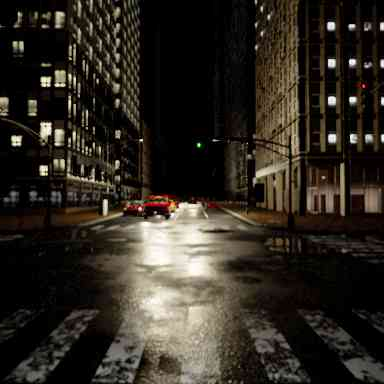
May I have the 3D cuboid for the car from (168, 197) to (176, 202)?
[{"bbox_3d":[-5.671,2.124,94.770,1.947,1.339,4.313,1,0,0],"label":"car"}]

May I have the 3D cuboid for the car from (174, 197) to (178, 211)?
[{"bbox_3d":[-3.096,1.720,41.204,1.882,1.535,5.008,0,0,0],"label":"car"}]

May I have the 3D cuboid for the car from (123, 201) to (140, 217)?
[{"bbox_3d":[-5.672,1.636,33.445,1.967,1.590,4.097,1,0,0],"label":"car"}]

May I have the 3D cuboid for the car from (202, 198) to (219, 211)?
[{"bbox_3d":[2.705,1.845,44.655,1.802,1.307,4.206,1,0,0],"label":"car"}]

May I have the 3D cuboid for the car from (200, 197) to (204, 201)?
[{"bbox_3d":[2.708,1.855,55.981,1.752,1.417,4.829,1,0,0],"label":"car"}]

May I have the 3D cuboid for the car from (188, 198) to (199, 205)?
[{"bbox_3d":[0.092,1.960,70.309,2.033,1.411,5.357,0,0,0],"label":"car"}]

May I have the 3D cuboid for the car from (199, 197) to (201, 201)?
[{"bbox_3d":[2.707,1.927,61.388,1.947,1.339,4.313,1,0,0],"label":"car"}]

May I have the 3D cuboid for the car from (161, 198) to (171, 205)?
[{"bbox_3d":[-5.672,1.971,72.469,1.887,1.381,4.507,1,0,0],"label":"car"}]

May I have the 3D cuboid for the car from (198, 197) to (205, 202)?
[{"bbox_3d":[2.710,2.104,94.851,1.887,1.381,4.507,1,0,0],"label":"car"}]

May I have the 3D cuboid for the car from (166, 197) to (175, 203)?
[{"bbox_3d":[-5.671,2.076,89.195,2.008,1.369,4.403,1,0,0],"label":"car"}]

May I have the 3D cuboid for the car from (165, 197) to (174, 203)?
[{"bbox_3d":[-5.671,2.037,83.620,1.887,1.381,4.507,1,0,0],"label":"car"}]

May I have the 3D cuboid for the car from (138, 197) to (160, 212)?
[{"bbox_3d":[-5.669,1.577,44.596,2.192,1.841,5.009,1,0,0],"label":"car"}]

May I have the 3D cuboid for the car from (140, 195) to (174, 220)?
[{"bbox_3d":[-3.092,1.402,30.778,2.150,2.045,5.566,0,0,0],"label":"car"}]

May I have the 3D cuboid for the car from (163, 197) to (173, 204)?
[{"bbox_3d":[-5.672,2.010,78.045,2.008,1.369,4.403,1,0,0],"label":"car"}]

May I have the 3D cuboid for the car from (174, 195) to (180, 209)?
[{"bbox_3d":[-3.088,1.525,51.704,2.150,2.045,5.566,0,0,0],"label":"car"}]

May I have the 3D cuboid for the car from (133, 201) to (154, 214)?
[{"bbox_3d":[-5.675,1.811,39.019,1.802,1.307,4.206,1,0,0],"label":"car"}]
